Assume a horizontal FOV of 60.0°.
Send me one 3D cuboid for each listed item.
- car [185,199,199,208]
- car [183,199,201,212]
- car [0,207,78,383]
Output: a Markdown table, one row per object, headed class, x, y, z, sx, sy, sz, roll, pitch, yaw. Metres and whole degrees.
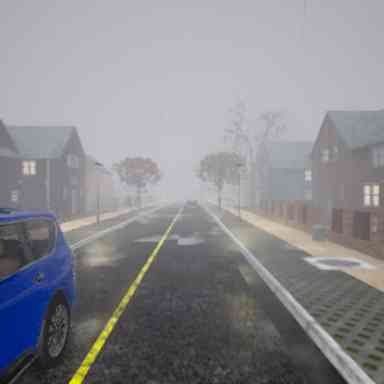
| class | x | y | z | sx | sy | sz | roll | pitch | yaw |
| --- | --- | --- | --- | --- | --- | --- | --- | --- | --- |
| car | 0.012 | 1.685 | 50.302 | 1.895 | 1.301 | 4.718 | 0 | 0 | 0 |
| car | 0.001 | 1.614 | 39.368 | 1.994 | 1.385 | 4.181 | 0 | 0 | 0 |
| car | -2.809 | 1.222 | 2.824 | 2.150 | 2.045 | 5.566 | 0 | 0 | 1 |
